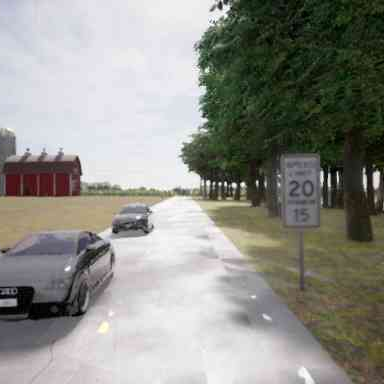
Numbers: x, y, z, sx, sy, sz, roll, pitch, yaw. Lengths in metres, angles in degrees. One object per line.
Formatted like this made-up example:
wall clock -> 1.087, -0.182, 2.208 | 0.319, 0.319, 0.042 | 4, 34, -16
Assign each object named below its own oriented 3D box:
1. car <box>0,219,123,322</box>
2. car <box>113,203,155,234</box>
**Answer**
car -> -2.966, 1.551, 7.260 | 1.994, 1.385, 4.181 | -1, 0, -2
car -> -3.185, 1.417, 18.716 | 1.837, 1.490, 4.892 | -1, 0, -1
